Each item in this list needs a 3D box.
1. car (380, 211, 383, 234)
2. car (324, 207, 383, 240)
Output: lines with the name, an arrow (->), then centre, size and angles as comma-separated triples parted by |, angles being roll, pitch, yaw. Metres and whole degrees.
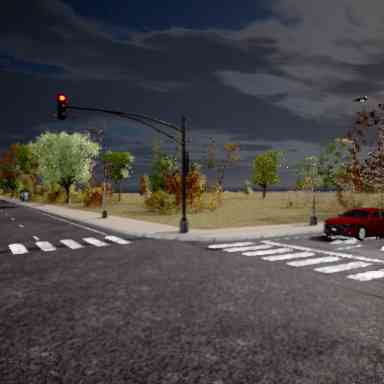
car -> 11.115, 1.658, 15.156 | 5.357, 1.411, 2.033 | 0, 0, -34
car -> 9.140, 1.592, 17.737 | 5.008, 1.535, 1.882 | 0, 0, -32
